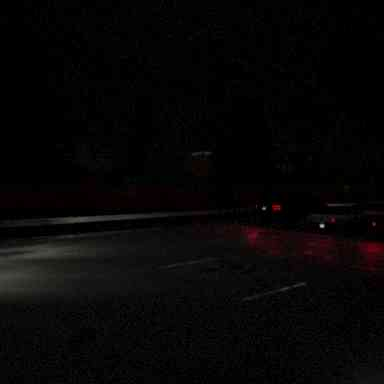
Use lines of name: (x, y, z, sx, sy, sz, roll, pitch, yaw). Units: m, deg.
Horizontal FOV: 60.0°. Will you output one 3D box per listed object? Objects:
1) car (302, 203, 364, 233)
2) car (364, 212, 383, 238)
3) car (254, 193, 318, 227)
car: (8.497, 1.425, 18.441, 4.718, 1.301, 1.895, -1, 0, -36)
car: (10.212, 1.429, 15.363, 4.718, 1.301, 1.895, -1, 0, -36)
car: (6.443, 1.046, 21.275, 5.566, 2.045, 2.150, -1, 0, -36)
